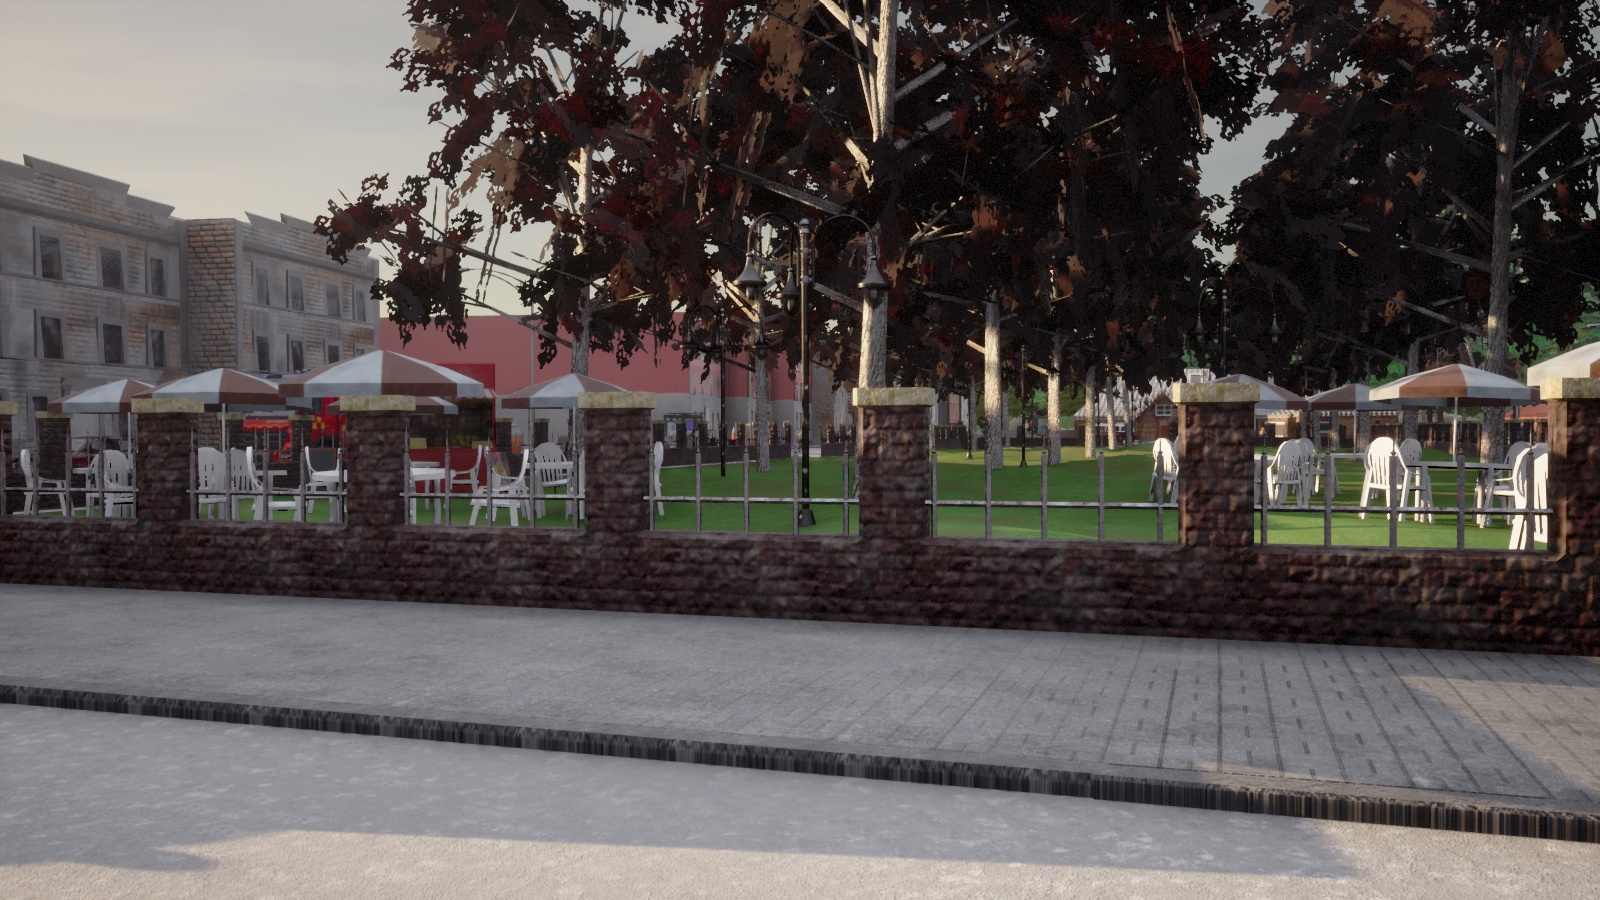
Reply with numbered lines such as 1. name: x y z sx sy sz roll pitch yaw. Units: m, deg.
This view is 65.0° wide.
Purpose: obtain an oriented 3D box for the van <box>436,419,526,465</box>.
1. van: -14.172 -0.370 55.991 1.775 1.987 4.442 1 1 18

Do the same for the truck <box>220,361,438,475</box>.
1. truck: -17.227 -1.152 46.772 2.891 3.827 8.468 1 1 18

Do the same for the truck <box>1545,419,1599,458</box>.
1. truck: 50.556 -0.777 81.606 2.627 2.467 5.204 1 1 18

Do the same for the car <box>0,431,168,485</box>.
1. car: -20.693 0.180 36.370 1.816 1.474 4.193 1 1 18

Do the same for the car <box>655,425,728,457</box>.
1. car: -5.846 -0.511 68.335 2.152 1.651 5.027 1 1 19
